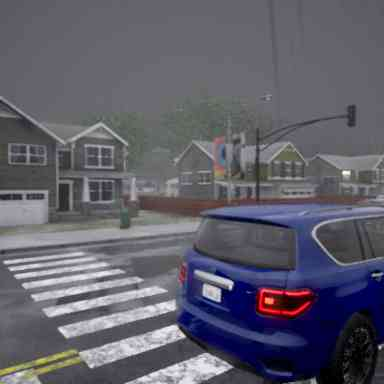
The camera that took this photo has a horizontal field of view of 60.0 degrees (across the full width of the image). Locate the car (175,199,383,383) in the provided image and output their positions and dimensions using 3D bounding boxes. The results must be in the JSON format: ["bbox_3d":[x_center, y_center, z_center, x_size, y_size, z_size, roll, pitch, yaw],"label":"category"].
[{"bbox_3d":[2.359,1.189,5.296,5.566,2.045,2.150,-1,1,-37],"label":"car"}]

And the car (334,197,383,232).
[{"bbox_3d":[10.773,1.224,19.963,4.553,1.767,2.097,0,0,-37],"label":"car"}]
